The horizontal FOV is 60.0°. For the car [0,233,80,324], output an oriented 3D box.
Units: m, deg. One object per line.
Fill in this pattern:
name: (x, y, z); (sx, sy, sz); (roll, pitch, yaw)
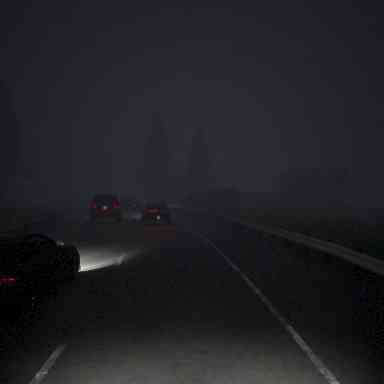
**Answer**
car: (-3.823, 1.548, 7.049); (1.994, 1.385, 4.181); (0, 0, -4)

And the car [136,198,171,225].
car: (-2.645, 1.422, 23.776); (2.128, 1.511, 4.902); (0, 0, -12)

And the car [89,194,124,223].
car: (-6.445, 1.154, 25.039); (2.150, 2.045, 5.566); (0, 0, -13)

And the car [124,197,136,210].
car: (-7.467, 1.362, 40.734); (1.882, 1.535, 5.008); (0, 0, -19)
